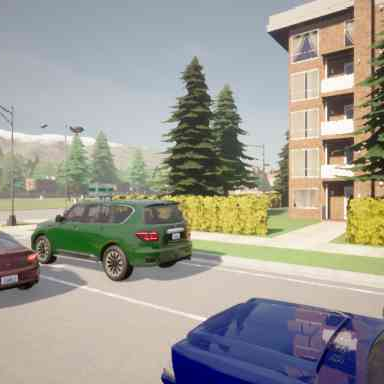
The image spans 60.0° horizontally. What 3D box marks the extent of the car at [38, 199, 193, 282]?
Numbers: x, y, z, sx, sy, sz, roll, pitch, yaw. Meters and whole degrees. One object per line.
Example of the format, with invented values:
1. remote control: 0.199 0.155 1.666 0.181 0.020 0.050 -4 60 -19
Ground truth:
1. car: -2.580 1.221 10.071 5.566 2.045 2.150 0 0 36

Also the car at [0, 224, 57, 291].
1. car: -5.385 1.526 7.779 4.674 1.442 1.812 0 0 36

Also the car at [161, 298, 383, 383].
1. car: 2.054 1.601 2.531 4.718 1.301 1.895 0 0 35

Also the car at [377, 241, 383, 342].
1. car: 5.091 1.564 4.665 4.181 1.385 1.994 0 0 35
